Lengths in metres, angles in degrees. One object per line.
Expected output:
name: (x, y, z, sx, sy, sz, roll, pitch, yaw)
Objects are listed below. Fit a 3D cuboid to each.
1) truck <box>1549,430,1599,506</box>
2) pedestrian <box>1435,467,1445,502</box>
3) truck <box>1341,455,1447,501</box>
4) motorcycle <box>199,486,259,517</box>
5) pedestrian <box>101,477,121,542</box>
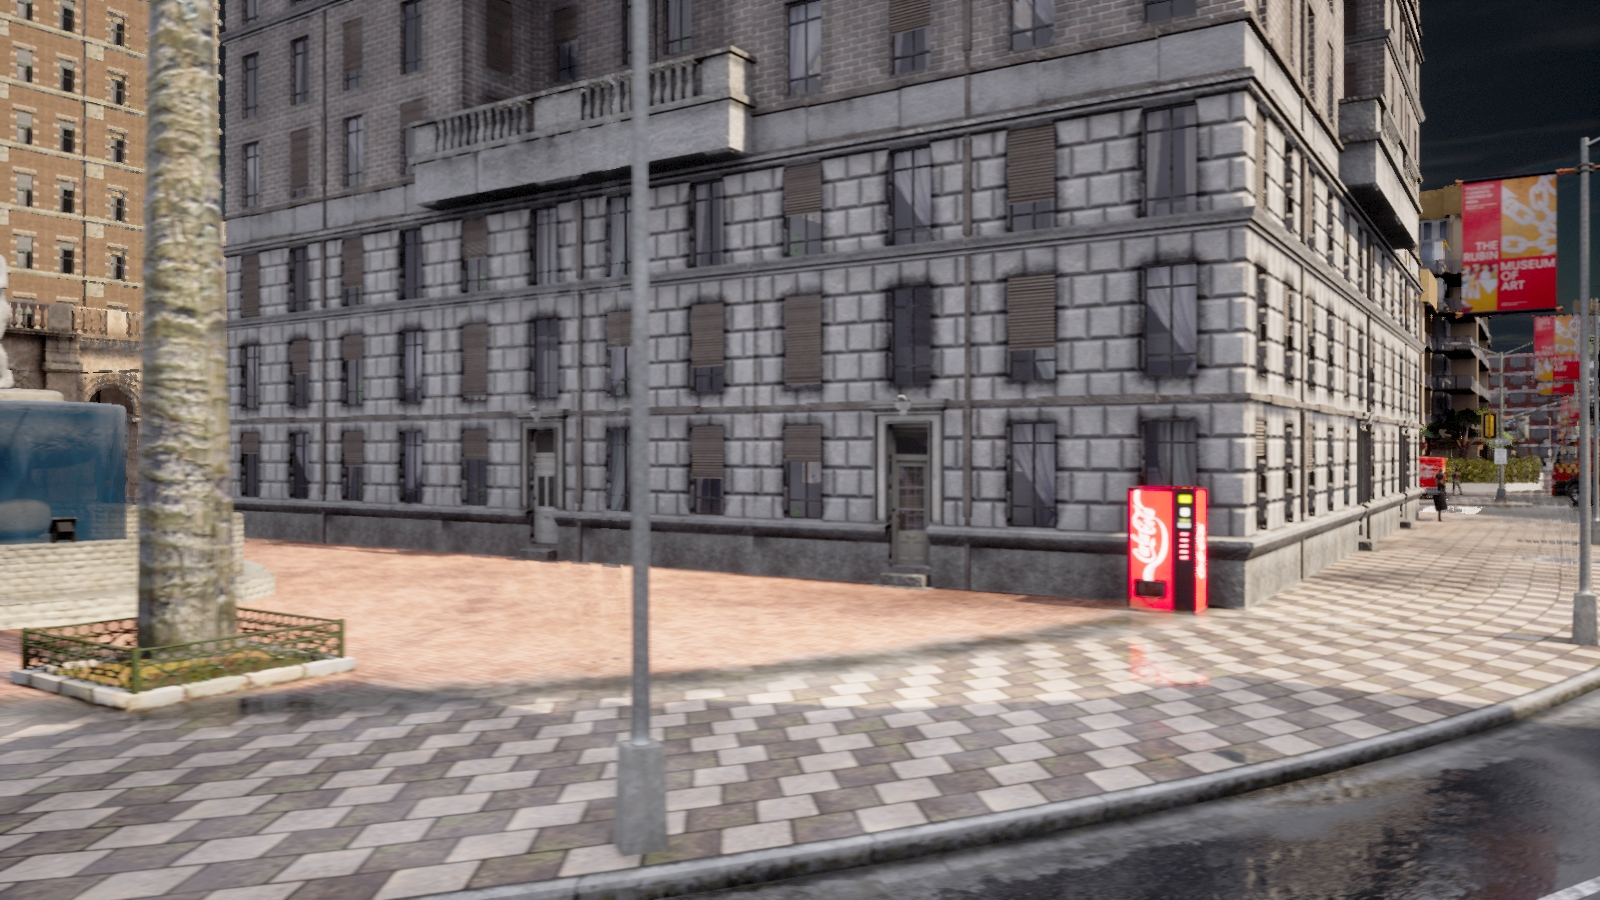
truck: (42.293, 0.903, 56.712, 2.891, 3.827, 8.468, 0, 0, -21)
pedestrian: (34.823, 1.864, 62.154, 0.375, 1.860, 0.375, 0, 0, -44)
truck: (35.017, 1.600, 67.401, 5.204, 2.467, 2.627, 1, 1, 35)
motorcycle: (-24.881, 2.223, 49.820, 0.867, 1.251, 2.209, 0, 0, 34)
pedestrian: (-20.007, 1.708, 33.178, 0.375, 1.860, 0.375, 0, 0, 28)
